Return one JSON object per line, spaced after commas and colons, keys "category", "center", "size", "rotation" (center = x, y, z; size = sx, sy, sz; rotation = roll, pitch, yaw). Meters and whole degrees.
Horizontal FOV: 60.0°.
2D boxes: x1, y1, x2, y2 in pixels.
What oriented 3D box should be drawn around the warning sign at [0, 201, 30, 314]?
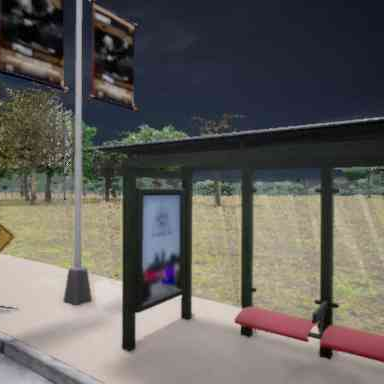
{"category": "warning sign", "center": [-3.719, 1.109, 5.733], "size": [1.060, 1.860, 1.300], "rotation": [1, 0, 36]}
